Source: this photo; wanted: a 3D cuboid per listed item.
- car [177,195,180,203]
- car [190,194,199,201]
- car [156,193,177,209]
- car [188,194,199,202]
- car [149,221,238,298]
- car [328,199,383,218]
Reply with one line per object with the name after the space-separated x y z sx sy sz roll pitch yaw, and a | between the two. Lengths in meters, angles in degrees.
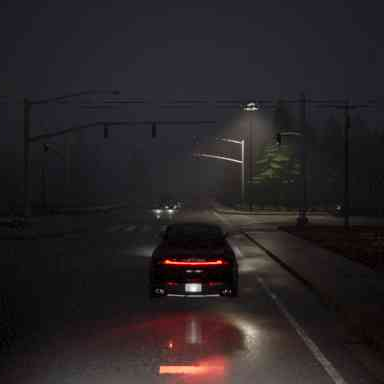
-3.549 1.564 56.730 1.994 1.385 4.181 0 0 1 | car
0.671 1.297 83.258 2.097 1.767 4.553 0 0 2 | car
-3.591 1.221 45.938 2.150 2.045 5.566 0 0 0 | car
0.286 1.352 73.218 2.097 1.767 4.553 0 0 2 | car
0.049 1.501 8.525 1.837 1.490 4.892 0 0 1 | car
14.592 1.381 29.660 4.553 1.767 2.097 0 0 1 | car
